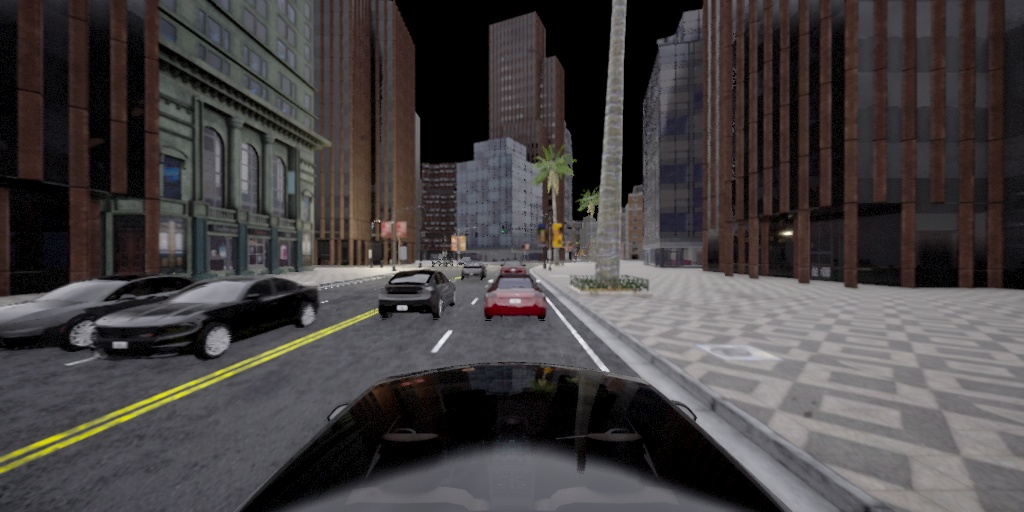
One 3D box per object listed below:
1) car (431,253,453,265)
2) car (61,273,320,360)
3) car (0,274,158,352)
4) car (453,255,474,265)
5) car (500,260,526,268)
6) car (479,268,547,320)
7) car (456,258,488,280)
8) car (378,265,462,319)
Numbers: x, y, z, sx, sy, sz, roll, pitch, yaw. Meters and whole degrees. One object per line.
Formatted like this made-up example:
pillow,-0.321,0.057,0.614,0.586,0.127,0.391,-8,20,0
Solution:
car,-9.500,0.556,49.572,2.150,2.045,5.566,0,0,3
car,-6.604,1.220,8.536,1.882,1.535,5.008,0,0,0
car,-9.854,1.246,9.002,1.837,1.490,4.892,0,0,0
car,-6.251,0.687,49.449,2.097,1.767,4.553,0,0,3
car,0.088,1.076,29.776,2.097,1.767,4.553,0,0,0
car,0.095,1.301,12.560,1.994,1.385,4.181,0,0,0
car,-3.163,1.215,30.522,2.128,1.511,4.902,0,0,0
car,-3.156,1.242,12.726,1.837,1.490,4.892,0,0,0
